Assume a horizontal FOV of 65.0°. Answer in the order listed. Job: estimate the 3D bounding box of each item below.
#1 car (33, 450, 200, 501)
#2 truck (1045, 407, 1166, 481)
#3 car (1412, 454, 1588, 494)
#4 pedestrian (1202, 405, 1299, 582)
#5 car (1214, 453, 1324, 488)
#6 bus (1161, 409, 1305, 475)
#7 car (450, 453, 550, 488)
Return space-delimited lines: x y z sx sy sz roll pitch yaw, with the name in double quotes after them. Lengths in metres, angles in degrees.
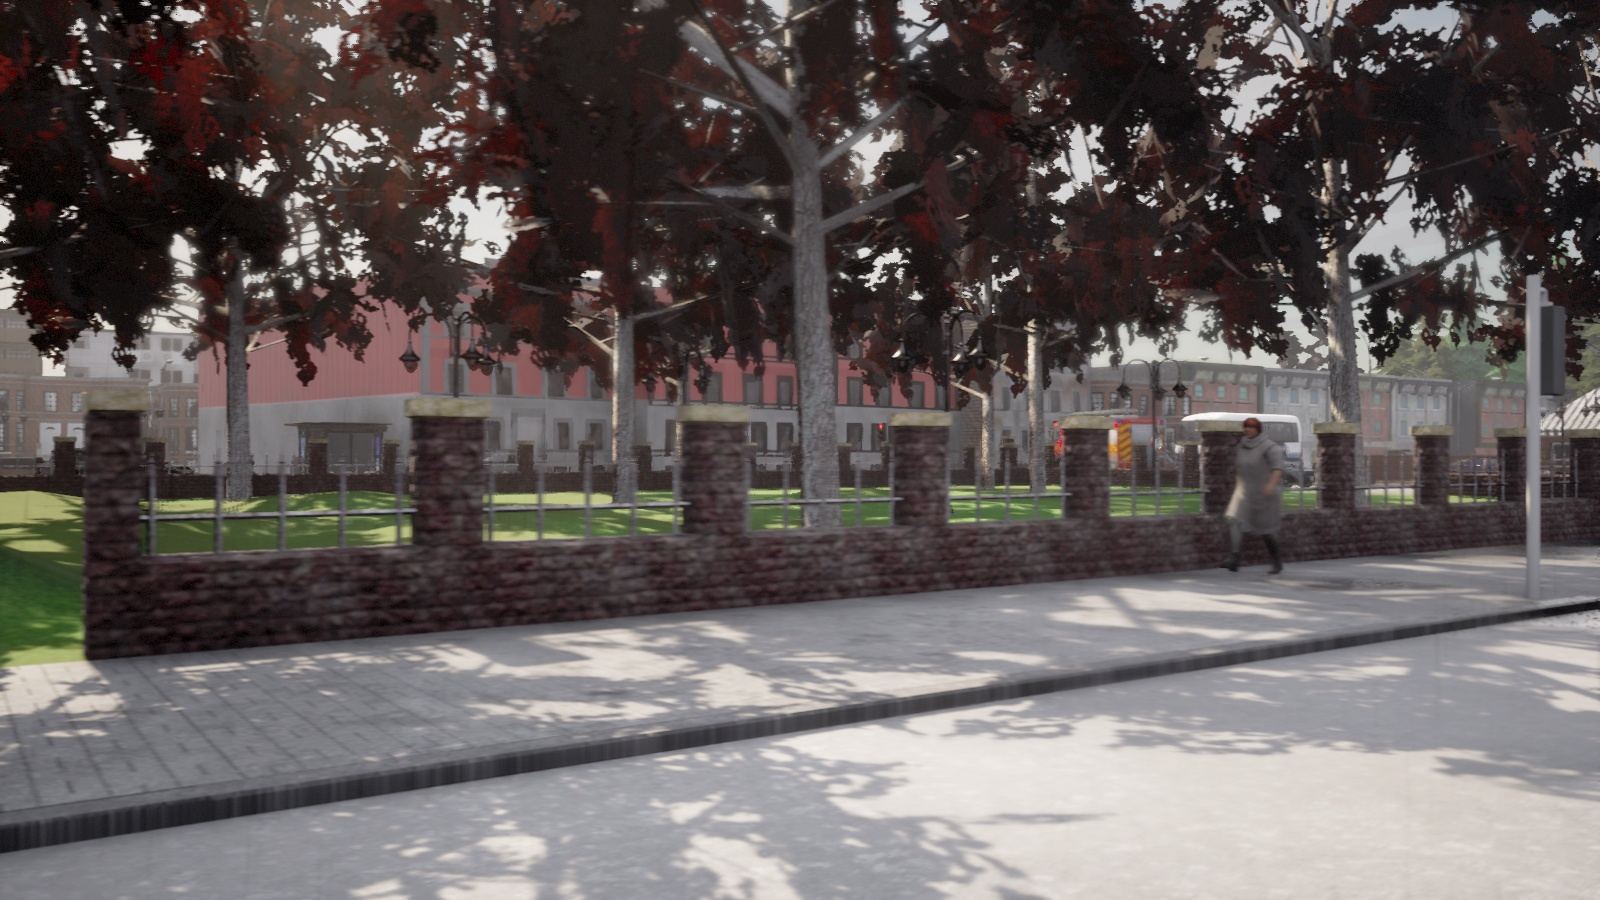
-23.445 0.831 43.146 4.856 1.649 2.033 0 0 -35 "car"
16.714 -0.281 69.423 2.891 3.827 8.468 0 0 -14 "truck"
26.039 0.856 46.898 2.033 1.411 5.357 0 0 -37 "car"
5.156 0.480 14.365 0.873 1.952 0.659 0 0 -35 "pedestrian"
20.441 0.853 54.889 1.816 1.474 4.193 0 0 -37 "car"
29.321 -0.480 84.884 10.273 4.253 3.944 0 0 -35 "bus"
-13.168 0.875 55.205 3.806 1.475 1.970 0 0 -35 "car"
